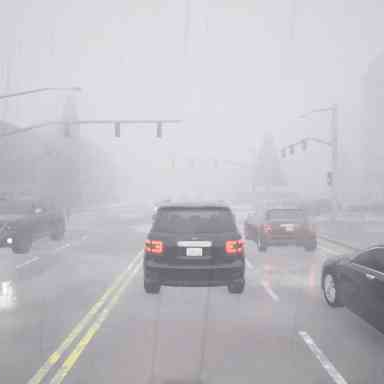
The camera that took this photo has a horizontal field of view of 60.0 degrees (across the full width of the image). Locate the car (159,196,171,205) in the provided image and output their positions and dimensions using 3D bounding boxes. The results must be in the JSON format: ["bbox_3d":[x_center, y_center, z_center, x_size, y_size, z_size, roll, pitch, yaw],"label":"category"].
[{"bbox_3d":[-4.904,1.478,61.307,1.882,1.535,5.008,0,0,-1],"label":"car"}]

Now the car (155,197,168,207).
[{"bbox_3d":[-4.704,1.526,51.917,1.812,1.442,4.674,0,0,-1],"label":"car"}]

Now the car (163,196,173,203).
[{"bbox_3d":[-5.079,1.553,71.188,1.994,1.385,4.181,0,0,-1],"label":"car"}]

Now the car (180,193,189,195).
[{"bbox_3d":[-1.795,1.496,80.194,1.837,1.490,4.892,0,0,-1],"label":"car"}]

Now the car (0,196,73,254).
[{"bbox_3d":[-7.119,1.221,13.819,2.150,2.045,5.566,0,0,-1],"label":"car"}]

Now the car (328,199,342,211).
[{"bbox_3d":[14.435,1.505,37.539,4.892,1.490,1.837,0,0,-2],"label":"car"}]

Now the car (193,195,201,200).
[{"bbox_3d":[1.461,1.553,90.341,1.994,1.385,4.181,0,0,-1],"label":"car"}]

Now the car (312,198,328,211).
[{"bbox_3d":[9.246,1.491,30.149,4.902,1.511,2.128,0,0,-2],"label":"car"}]

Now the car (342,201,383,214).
[{"bbox_3d":[18.485,1.601,34.147,4.718,1.301,1.895,0,0,-2],"label":"car"}]

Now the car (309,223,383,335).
[{"bbox_3d":[3.607,1.505,5.057,1.837,1.490,4.892,0,0,0],"label":"car"}]

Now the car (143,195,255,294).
[{"bbox_3d":[0.053,1.221,8.960,2.150,2.045,5.566,0,0,0],"label":"car"}]

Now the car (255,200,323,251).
[{"bbox_3d":[3.535,1.352,14.138,2.097,1.767,4.553,0,0,0],"label":"car"}]

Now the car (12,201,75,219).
[{"bbox_3d":[-12.850,1.525,28.920,4.674,1.442,1.812,0,0,-2],"label":"car"}]
